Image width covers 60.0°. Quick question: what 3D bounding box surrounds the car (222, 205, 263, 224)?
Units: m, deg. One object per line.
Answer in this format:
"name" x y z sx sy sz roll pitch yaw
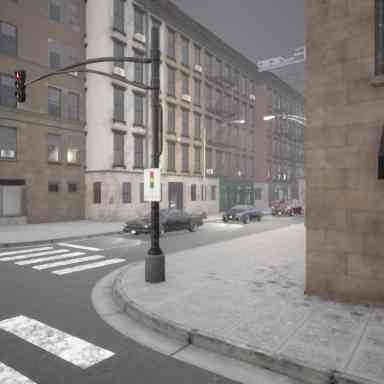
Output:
"car" 4.065 1.696 26.509 1.994 1.385 4.181 0 0 36

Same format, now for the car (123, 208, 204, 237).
"car" -1.391 1.631 18.870 2.033 1.411 5.357 0 0 35

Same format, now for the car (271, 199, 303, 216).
"car" 9.985 1.539 34.792 2.097 1.767 4.553 0 0 35
